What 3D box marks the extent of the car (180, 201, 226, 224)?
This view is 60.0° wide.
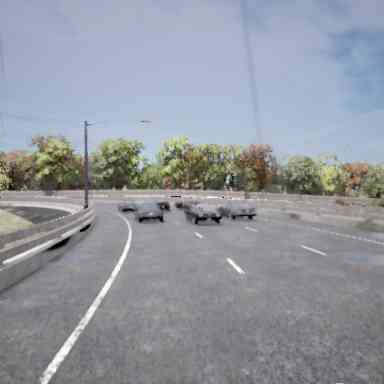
[{"bbox_3d":[0.681,1.576,24.434,1.895,1.301,4.718,-1,0,-13],"label":"car"}]

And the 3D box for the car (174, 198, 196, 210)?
[{"bbox_3d":[-0.714,1.471,40.675,2.128,1.511,4.902,-1,0,-21],"label":"car"}]

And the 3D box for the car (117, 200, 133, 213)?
[{"bbox_3d":[-7.492,1.621,38.791,1.994,1.385,4.181,-1,0,-21],"label":"car"}]

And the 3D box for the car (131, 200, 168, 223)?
[{"bbox_3d":[-3.462,1.584,26.361,1.994,1.385,4.181,-1,0,-14],"label":"car"}]

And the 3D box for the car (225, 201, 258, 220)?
[{"bbox_3d":[3.523,1.489,27.558,2.033,1.411,5.357,-1,0,-16],"label":"car"}]

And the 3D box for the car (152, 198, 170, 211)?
[{"bbox_3d":[-4.124,1.495,39.795,1.882,1.535,5.008,-1,0,-21],"label":"car"}]
